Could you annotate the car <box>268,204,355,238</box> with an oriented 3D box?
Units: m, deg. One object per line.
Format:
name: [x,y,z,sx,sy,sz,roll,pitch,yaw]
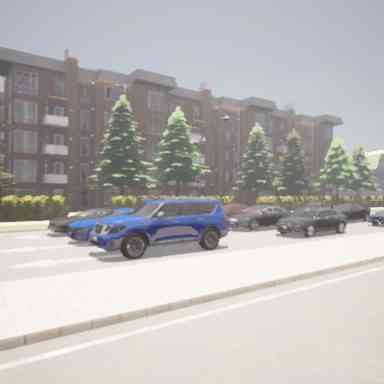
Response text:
car: [6.798,1.628,18.683,4.892,1.490,1.837,1,0,-35]

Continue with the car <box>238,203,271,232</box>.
car: [4.432,1.613,21.295,4.902,1.511,2.128,1,0,-35]

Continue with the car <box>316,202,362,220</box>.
car: [12.642,1.672,27.100,5.008,1.535,1.882,1,0,-35]

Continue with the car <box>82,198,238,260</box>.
car: [-1.079,1.274,13.061,5.566,2.045,2.150,1,0,-36]

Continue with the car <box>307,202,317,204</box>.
car: [11.284,1.707,30.415,4.892,1.490,1.837,1,0,-35]

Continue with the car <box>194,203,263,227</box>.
car: [2.760,1.604,24.398,5.008,1.535,1.882,1,0,-35]

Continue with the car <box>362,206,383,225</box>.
car: [15.202,1.745,24.631,5.357,1.411,2.033,1,0,-35]

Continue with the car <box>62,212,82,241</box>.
car: [-3.222,1.531,15.829,5.008,1.535,1.882,1,0,-36]

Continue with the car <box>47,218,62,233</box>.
car: [-5.163,1.603,18.745,5.357,1.411,2.033,1,0,-36]
